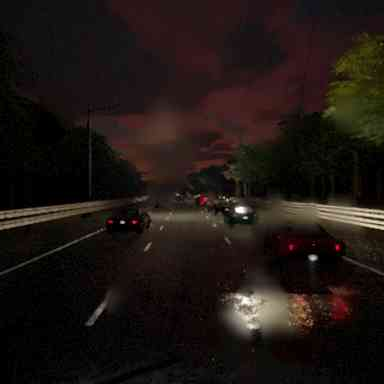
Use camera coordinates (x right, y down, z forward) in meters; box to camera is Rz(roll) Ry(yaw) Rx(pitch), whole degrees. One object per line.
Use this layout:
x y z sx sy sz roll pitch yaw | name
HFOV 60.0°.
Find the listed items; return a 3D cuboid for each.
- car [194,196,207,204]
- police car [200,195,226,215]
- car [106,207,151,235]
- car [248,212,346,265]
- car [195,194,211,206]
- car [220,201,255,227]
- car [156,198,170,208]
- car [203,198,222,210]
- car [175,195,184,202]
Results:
1.679 1.615 67.059 2.128 1.511 4.902 0 0 -3 | car
2.709 1.467 34.606 1.930 1.638 5.238 0 0 -12 | police car
-3.517 1.573 19.098 2.033 1.411 5.357 0 0 -1 | car
3.452 1.605 11.722 1.895 1.301 4.718 0 0 -1 | car
2.233 1.315 56.024 2.150 2.045 5.566 0 0 -3 | car
3.300 1.583 22.771 1.994 1.385 4.181 0 0 -1 | car
-4.333 1.636 48.975 2.033 1.411 5.357 0 0 -3 | car
2.691 1.558 44.922 2.128 1.511 4.902 0 0 -2 | car
-2.998 1.727 85.757 2.033 1.411 5.357 0 0 -4 | car
